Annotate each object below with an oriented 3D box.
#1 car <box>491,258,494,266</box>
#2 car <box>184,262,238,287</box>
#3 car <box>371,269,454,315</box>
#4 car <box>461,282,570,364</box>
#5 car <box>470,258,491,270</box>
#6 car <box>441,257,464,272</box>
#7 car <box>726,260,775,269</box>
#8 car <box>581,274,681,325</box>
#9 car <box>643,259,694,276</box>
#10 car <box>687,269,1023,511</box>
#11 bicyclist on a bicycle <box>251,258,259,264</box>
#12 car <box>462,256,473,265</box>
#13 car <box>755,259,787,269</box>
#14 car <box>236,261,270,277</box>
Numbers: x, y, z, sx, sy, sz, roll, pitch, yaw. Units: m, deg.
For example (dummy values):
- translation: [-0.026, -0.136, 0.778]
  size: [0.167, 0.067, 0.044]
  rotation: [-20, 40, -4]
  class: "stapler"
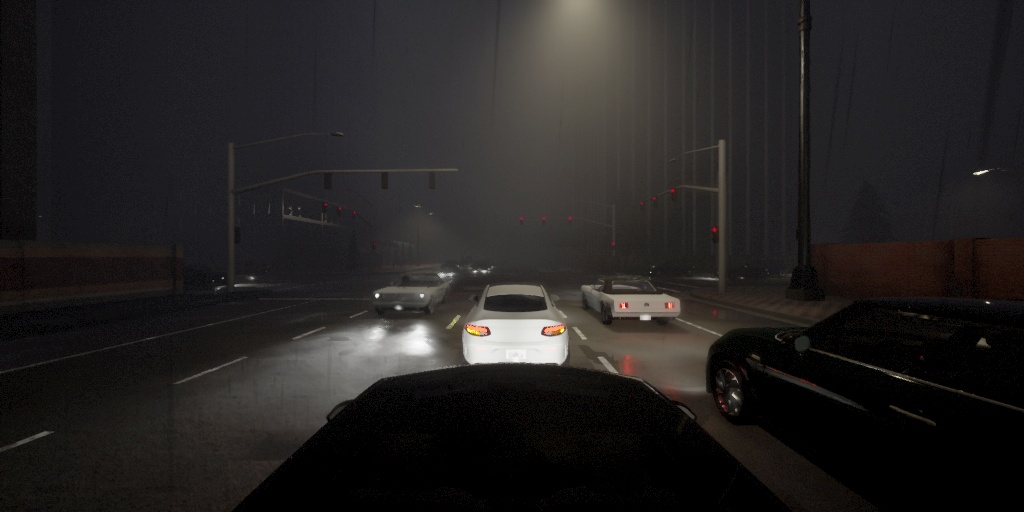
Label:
- translation: [-4.562, 1.276, 60.608]
  size: [1.812, 1.442, 4.674]
  rotation: [0, 0, -1]
  class: "car"
- translation: [-21.418, 1.314, 24.081]
  size: [4.181, 1.385, 1.994]
  rotation: [0, 0, 0]
  class: "car"
- translation: [-3.634, 1.351, 13.655]
  size: [1.895, 1.301, 4.718]
  rotation: [0, 0, -1]
  class: "car"
- translation: [0.059, 1.276, 7.566]
  size: [1.812, 1.442, 4.674]
  rotation: [0, 0, 0]
  class: "car"
- translation: [-4.424, 1.314, 50.805]
  size: [1.994, 1.385, 4.181]
  rotation: [0, 0, -1]
  class: "car"
- translation: [-7.892, 1.241, 46.239]
  size: [2.128, 1.511, 4.902]
  rotation: [0, 0, 1]
  class: "car"
- translation: [20.189, 1.314, 31.681]
  size: [4.181, 1.385, 1.994]
  rotation: [0, 0, -1]
  class: "car"
- translation: [3.563, 1.351, 11.783]
  size: [1.895, 1.301, 4.718]
  rotation: [0, 0, 0]
  class: "car"
- translation: [15.338, 1.102, 35.136]
  size: [4.553, 1.767, 2.097]
  rotation: [0, 0, 0]
  class: "car"
- translation: [3.599, 1.102, 2.881]
  size: [2.097, 1.767, 4.553]
  rotation: [0, 0, 0]
  class: "car"
- translation: [-28.409, 1.051, 39.501]
  size: [0.582, 1.620, 1.656]
  rotation: [0, 0, -1]
  class: "bicyclist on a bicycle"
- translation: [-8.095, 0.973, 63.975]
  size: [2.150, 2.045, 5.566]
  rotation: [0, 0, 0]
  class: "car"
- translation: [24.230, 1.102, 35.218]
  size: [4.553, 1.767, 2.097]
  rotation: [0, 0, 0]
  class: "car"
- translation: [-26.213, 1.241, 34.716]
  size: [4.902, 1.511, 2.128]
  rotation: [0, 0, 0]
  class: "car"
